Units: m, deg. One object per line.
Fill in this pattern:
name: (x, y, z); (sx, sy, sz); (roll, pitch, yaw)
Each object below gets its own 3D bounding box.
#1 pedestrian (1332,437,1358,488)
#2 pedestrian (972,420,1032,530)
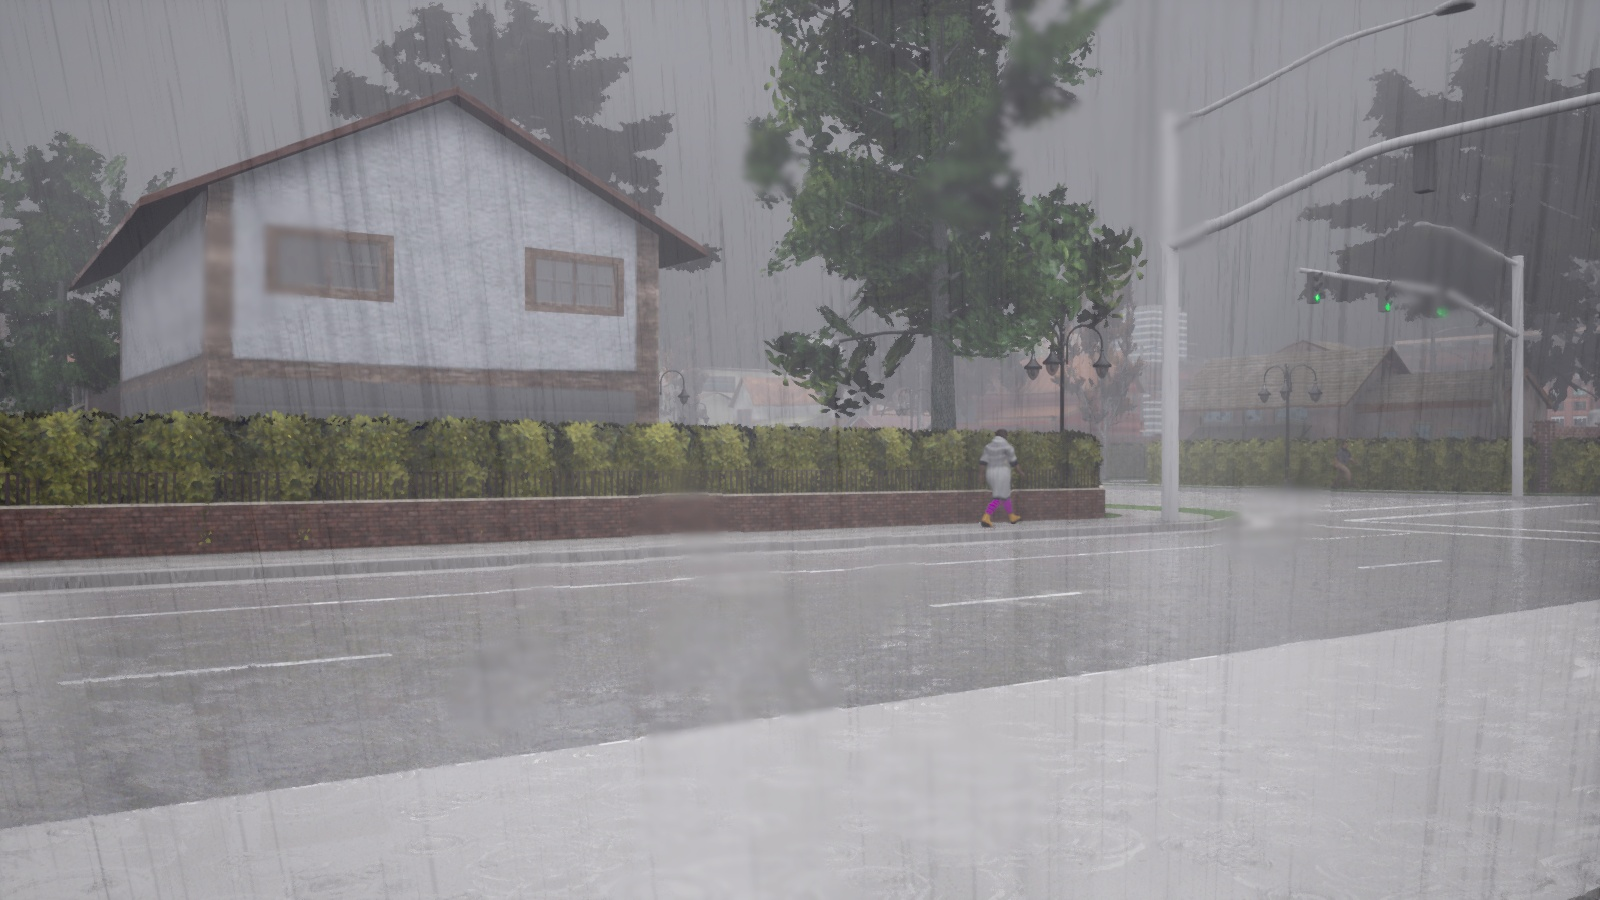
pedestrian: (20.124, 0.462, 46.397); (0.540, 1.848, 0.694); (0, 0, -34)
pedestrian: (3.694, 0.447, 22.982); (0.873, 1.952, 0.659); (0, 0, -36)
